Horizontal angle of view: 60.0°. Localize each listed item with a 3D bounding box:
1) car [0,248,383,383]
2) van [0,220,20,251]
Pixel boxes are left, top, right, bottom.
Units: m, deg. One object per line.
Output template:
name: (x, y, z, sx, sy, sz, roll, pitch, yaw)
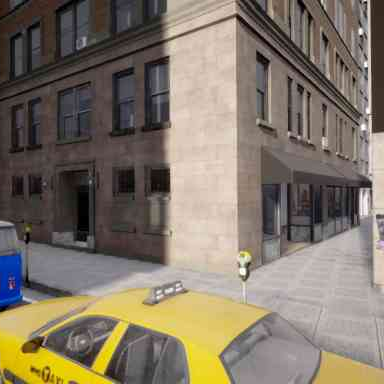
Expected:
car: (-0.452, 1.526, 3.182, 4.829, 1.417, 1.752, 0, -1, 36)
van: (-4.928, 1.342, 6.384, 3.998, 1.788, 1.690, 0, -1, 36)
